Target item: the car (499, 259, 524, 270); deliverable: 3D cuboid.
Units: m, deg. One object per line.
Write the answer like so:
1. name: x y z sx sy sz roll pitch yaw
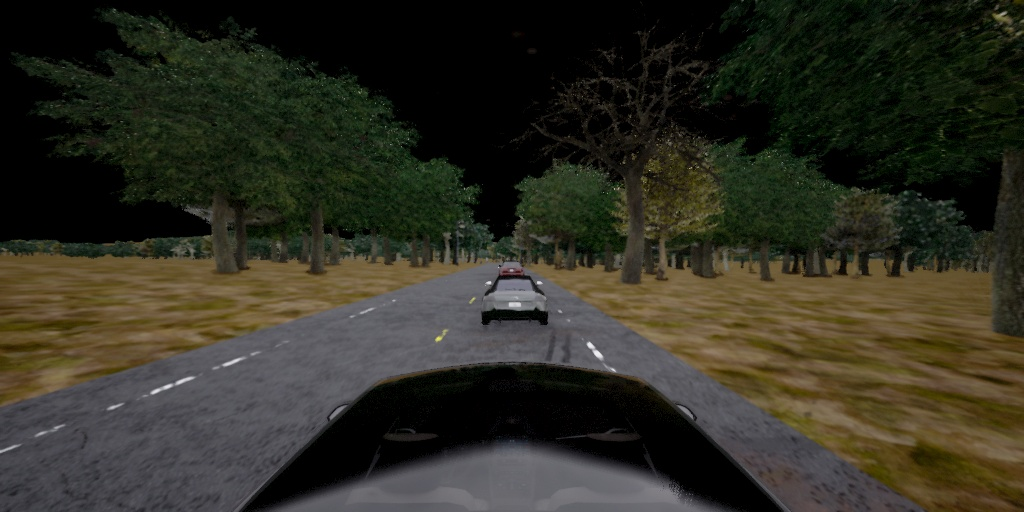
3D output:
1. car: -0.047 1.147 29.987 2.097 1.767 4.553 0 0 -1

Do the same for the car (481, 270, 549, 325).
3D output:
1. car: 0.075 1.314 11.879 1.994 1.385 4.181 0 0 0
